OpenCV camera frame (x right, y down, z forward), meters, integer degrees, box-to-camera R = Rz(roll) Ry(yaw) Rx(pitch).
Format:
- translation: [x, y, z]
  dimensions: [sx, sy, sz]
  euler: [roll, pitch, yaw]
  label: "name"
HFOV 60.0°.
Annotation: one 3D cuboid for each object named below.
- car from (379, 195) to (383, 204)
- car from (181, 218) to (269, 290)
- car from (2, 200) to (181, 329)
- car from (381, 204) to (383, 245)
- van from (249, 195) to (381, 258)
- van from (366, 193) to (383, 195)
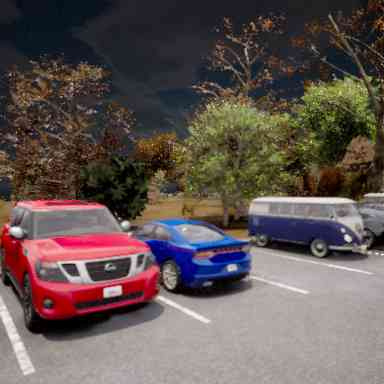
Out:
- translation: [8.660, 1.209, 15.721]
  dimensions: [2.185, 1.767, 4.553]
  euler: [-1, 1, -35]
  label: "car"
- translation: [-0.561, 1.483, 9.186]
  dimensions: [2.097, 1.535, 5.008]
  euler: [0, 0, -35]
  label: "car"
- translation: [-2.856, 1.231, 7.522]
  dimensions: [2.435, 2.045, 5.566]
  euler: [0, 0, -35]
  label: "car"
- translation: [6.428, 1.408, 14.209]
  dimensions: [2.163, 1.488, 4.792]
  euler: [-1, 1, -36]
  label: "car"
- translation: [4.211, 1.198, 12.444]
  dimensions: [1.878, 1.987, 4.442]
  euler: [-1, 1, -35]
  label: "van"
- translation: [10.972, 1.062, 17.551]
  dimensions: [1.878, 1.987, 4.442]
  euler: [-1, 1, -35]
  label: "van"
